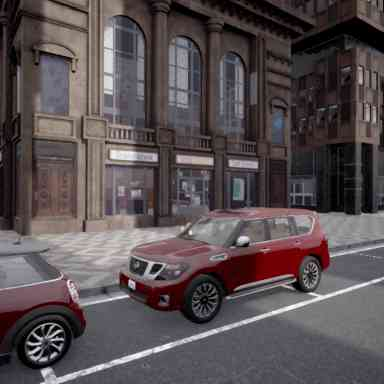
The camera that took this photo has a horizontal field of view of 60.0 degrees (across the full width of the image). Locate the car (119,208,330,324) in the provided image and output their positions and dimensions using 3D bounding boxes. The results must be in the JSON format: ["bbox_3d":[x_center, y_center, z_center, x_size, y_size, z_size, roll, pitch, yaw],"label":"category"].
[{"bbox_3d":[0.985,1.316,7.341,5.009,1.841,2.192,0,0,-35],"label":"car"}]

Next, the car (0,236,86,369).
[{"bbox_3d":[-3.579,1.440,4.093,4.097,1.590,1.967,0,0,-35],"label":"car"}]
